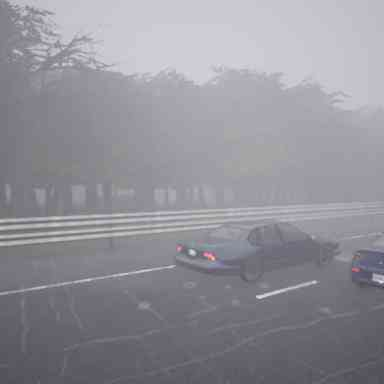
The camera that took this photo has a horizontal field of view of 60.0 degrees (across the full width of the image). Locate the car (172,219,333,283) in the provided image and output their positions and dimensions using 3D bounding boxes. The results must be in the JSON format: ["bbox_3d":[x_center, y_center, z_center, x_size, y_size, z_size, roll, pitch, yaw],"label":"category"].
[{"bbox_3d":[2.061,1.509,9.554,5.357,1.411,2.033,0,0,-35],"label":"car"}]

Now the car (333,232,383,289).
[{"bbox_3d":[5.485,1.478,7.690,4.674,1.442,1.812,0,0,-35],"label":"car"}]
